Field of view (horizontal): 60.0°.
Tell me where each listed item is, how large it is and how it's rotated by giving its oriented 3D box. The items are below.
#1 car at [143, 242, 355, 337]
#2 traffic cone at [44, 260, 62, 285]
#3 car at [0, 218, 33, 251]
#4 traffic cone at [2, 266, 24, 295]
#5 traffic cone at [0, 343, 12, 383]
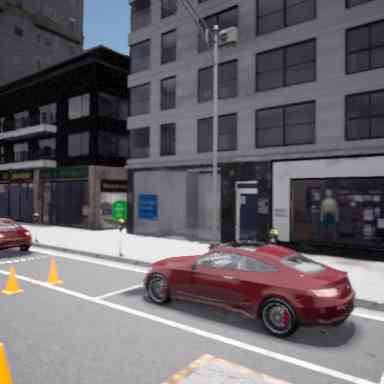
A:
[{"bbox_3d":[0.893,1.656,6.600,4.206,1.307,1.802,0,-1,37],"label":"car"},{"bbox_3d":[-3.535,2.020,8.481,0.340,0.580,0.340,0,-1,37],"label":"traffic cone"},{"bbox_3d":[-7.932,1.666,13.170,4.206,1.307,1.802,0,-1,37],"label":"car"},{"bbox_3d":[-4.133,2.009,7.679,0.340,0.580,0.340,0,-1,37],"label":"traffic cone"},{"bbox_3d":[-2.118,1.982,3.686,0.340,0.580,0.340,0,-1,37],"label":"traffic cone"}]
